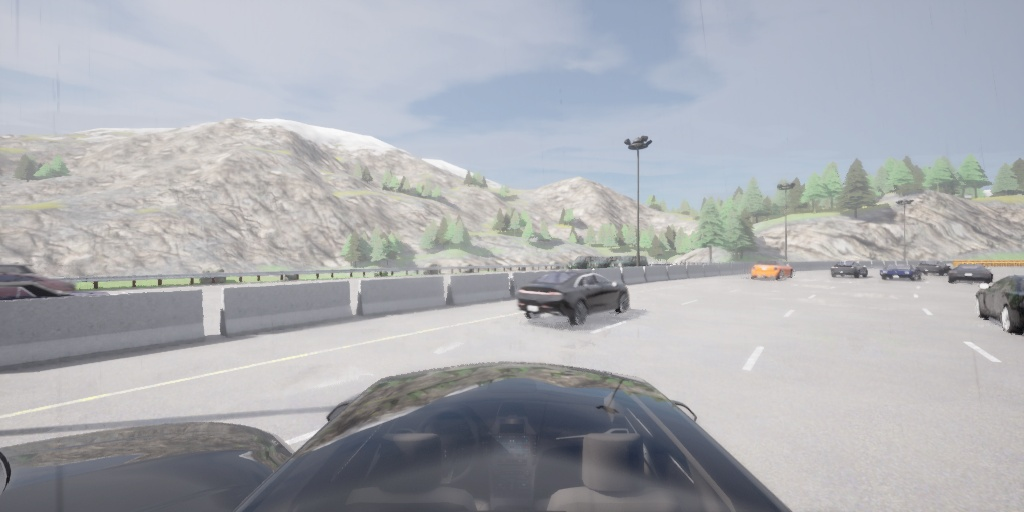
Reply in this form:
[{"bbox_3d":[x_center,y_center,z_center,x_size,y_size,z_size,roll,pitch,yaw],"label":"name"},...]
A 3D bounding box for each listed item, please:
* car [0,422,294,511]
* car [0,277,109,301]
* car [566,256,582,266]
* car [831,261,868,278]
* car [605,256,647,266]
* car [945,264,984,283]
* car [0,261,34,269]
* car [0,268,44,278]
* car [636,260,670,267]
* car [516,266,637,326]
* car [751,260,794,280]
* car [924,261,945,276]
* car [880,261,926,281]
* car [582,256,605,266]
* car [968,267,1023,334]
[{"bbox_3d":[-2.982,1.255,0.524,4.892,1.490,1.837,0,0,-45],"label":"car"},{"bbox_3d":[-13.754,1.351,9.174,1.895,1.301,4.718,0,0,37],"label":"car"},{"bbox_3d":[9.704,0.978,47.978,5.566,2.045,2.150,0,0,-38],"label":"car"},{"bbox_3d":[31.370,1.242,33.338,4.902,1.511,2.128,0,0,-35],"label":"car"},{"bbox_3d":[13.925,0.956,42.391,5.566,2.045,2.150,0,0,-38],"label":"car"},{"bbox_3d":[34.673,1.313,27.102,4.181,1.385,1.994,0,0,-36],"label":"car"},{"bbox_3d":[-22.673,1.102,14.708,2.097,1.767,4.553,0,0,37],"label":"car"},{"bbox_3d":[-19.340,1.314,13.326,1.994,1.385,4.181,0,0,37],"label":"car"},{"bbox_3d":[16.204,1.358,39.731,4.718,1.301,1.895,0,0,-38],"label":"car"},{"bbox_3d":[2.191,1.241,11.820,2.128,1.511,4.902,0,0,41],"label":"car"},{"bbox_3d":[22.818,1.101,31.322,4.553,1.767,2.097,0,0,-38],"label":"car"},{"bbox_3d":[43.308,1.242,36.862,4.902,1.511,2.128,0,0,-31],"label":"car"},{"bbox_3d":[32.304,1.351,29.728,4.718,1.301,1.895,0,0,-35],"label":"car"},{"bbox_3d":[11.880,1.067,45.236,5.566,2.045,2.150,0,0,-38],"label":"car"},{"bbox_3d":[14.417,1.228,9.643,1.882,1.535,5.008,0,0,44],"label":"car"}]
